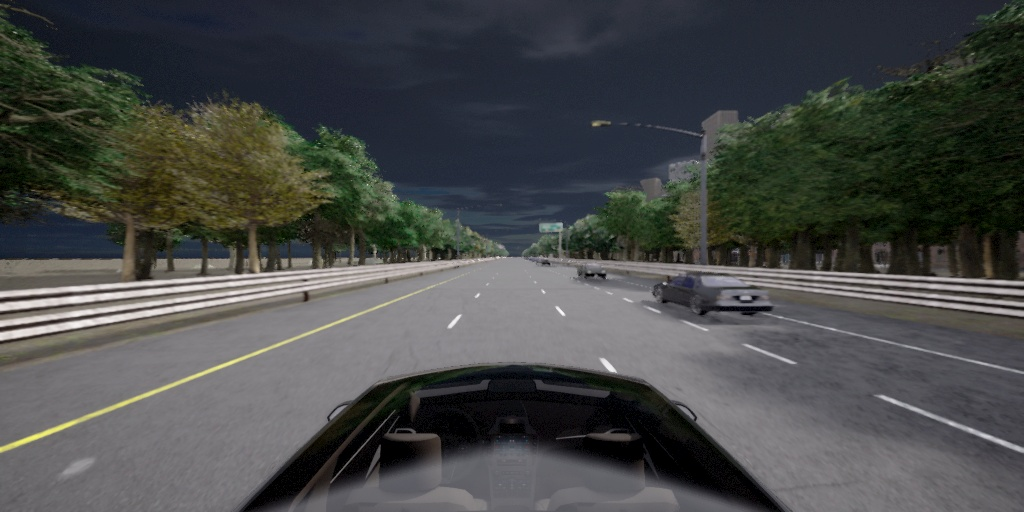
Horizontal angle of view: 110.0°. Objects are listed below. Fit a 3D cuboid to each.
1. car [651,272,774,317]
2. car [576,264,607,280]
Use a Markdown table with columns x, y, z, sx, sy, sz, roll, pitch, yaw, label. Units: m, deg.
| x | y | z | sx | sy | sz | roll | pitch | yaw | label |
| --- | --- | --- | --- | --- | --- | --- | --- | --- | --- |
| 7.003 | 1.304 | 13.249 | 2.033 | 1.411 | 5.357 | 0 | 0 | 0 | car |
| 7.042 | 1.375 | 32.179 | 1.895 | 1.301 | 4.718 | 0 | 0 | 0 | car |
